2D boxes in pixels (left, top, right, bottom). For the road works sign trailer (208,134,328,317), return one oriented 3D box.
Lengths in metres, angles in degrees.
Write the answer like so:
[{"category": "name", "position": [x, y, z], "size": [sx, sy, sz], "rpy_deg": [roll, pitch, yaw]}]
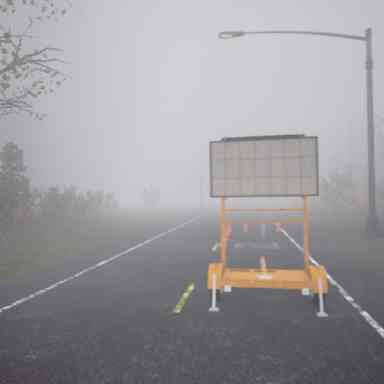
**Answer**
[{"category": "road works sign trailer", "position": [1.641, 0.516, 7.681], "size": [2.380, 3.560, 2.880], "rpy_deg": [-1, -1, 11]}]
